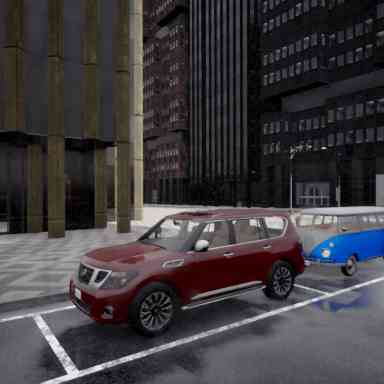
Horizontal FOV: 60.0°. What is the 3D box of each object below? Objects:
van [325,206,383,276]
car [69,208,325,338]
[{"bbox_3d":[4.707,1.343,10.024,3.998,1.788,1.690,0,0,-36],"label":"van"},{"bbox_3d":[0.212,1.316,6.812,5.009,1.841,2.192,0,0,-36],"label":"car"}]
